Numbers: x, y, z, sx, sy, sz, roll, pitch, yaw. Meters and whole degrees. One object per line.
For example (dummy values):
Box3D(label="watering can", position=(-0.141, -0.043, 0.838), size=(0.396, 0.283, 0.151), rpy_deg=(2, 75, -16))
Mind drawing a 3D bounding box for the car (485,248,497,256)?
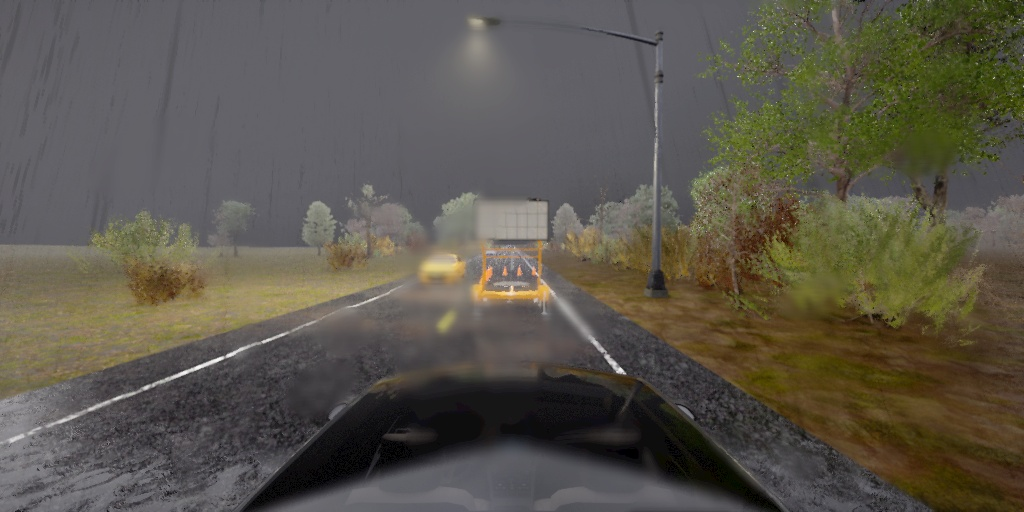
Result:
Box3D(label="car", position=(-3.527, -0.594, 61.275), size=(1.812, 1.442, 4.674), rpy_deg=(0, 2, 1))

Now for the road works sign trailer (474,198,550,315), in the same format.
Box3D(label="road works sign trailer", position=(0.003, -0.097, 11.879), size=(2.380, 3.560, 2.880), rpy_deg=(0, 0, 0))

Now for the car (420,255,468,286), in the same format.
Box3D(label="car", position=(-3.592, 0.677, 19.606), size=(1.882, 1.535, 5.008), rpy_deg=(0, 1, 0))
